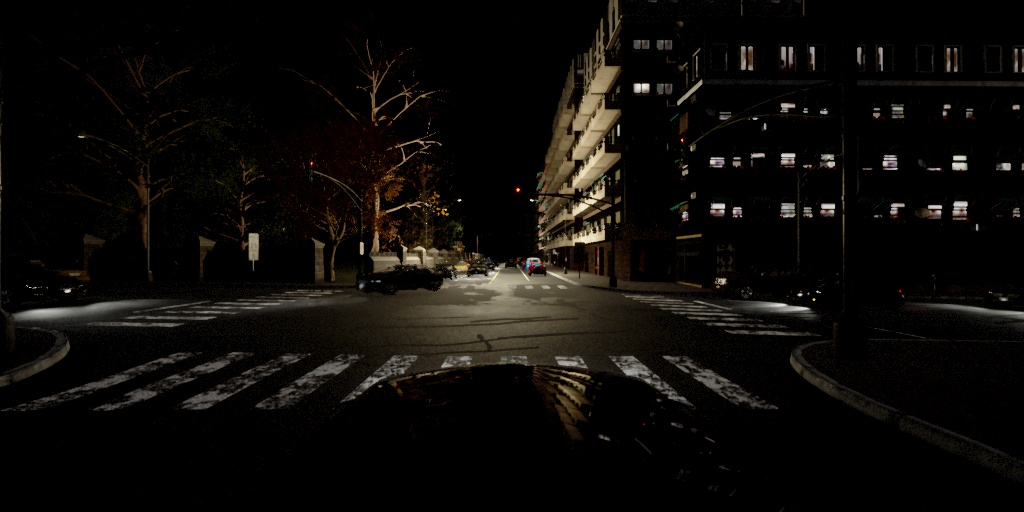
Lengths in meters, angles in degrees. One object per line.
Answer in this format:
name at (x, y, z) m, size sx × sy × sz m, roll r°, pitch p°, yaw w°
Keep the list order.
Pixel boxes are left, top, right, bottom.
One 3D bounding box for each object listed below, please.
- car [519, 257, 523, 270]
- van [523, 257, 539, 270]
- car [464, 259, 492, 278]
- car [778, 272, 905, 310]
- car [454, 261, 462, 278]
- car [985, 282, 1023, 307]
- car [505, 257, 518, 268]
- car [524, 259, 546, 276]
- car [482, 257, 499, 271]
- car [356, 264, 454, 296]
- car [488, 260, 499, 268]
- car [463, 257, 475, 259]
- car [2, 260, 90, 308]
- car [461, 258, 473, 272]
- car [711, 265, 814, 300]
car at (2.450, 1.229, 53.752) m, size 1.967 × 1.591 × 4.097 m, roll 0°, pitch 0°, yaw 0°
van at (2.503, 1.115, 42.492) m, size 1.690 × 1.789 × 3.998 m, roll 0°, pitch 0°, yaw 0°
car at (-3.249, 1.274, 34.912) m, size 1.837 × 1.490 × 4.892 m, roll 0°, pitch -1°, yaw 0°
car at (15.115, 1.623, 16.377) m, size 4.181 × 1.385 × 1.994 m, roll 1°, pitch 0°, yaw -1°
car at (-5.825, 1.330, 31.192) m, size 1.948 × 1.339 × 4.313 m, roll 0°, pitch 0°, yaw 0°
car at (24.952, 1.764, 16.523) m, size 4.674 × 1.442 × 1.812 m, roll 1°, pitch 0°, yaw -1°
car at (-0.181, 1.365, 61.557) m, size 1.994 × 1.385 × 4.181 m, roll 0°, pitch 0°, yaw 0°
car at (2.529, 1.314, 36.861) m, size 1.888 × 1.381 × 4.507 m, roll 0°, pitch 0°, yaw 0°
car at (-3.311, 1.275, 48.992) m, size 2.128 × 1.511 × 4.902 m, roll 0°, pitch 0°, yaw 0°
car at (-5.764, 1.220, 19.062) m, size 2.128 × 1.511 × 4.902 m, roll 2°, pitch 0°, yaw 34°
car at (-3.296, 1.408, 65.188) m, size 1.895 × 1.301 × 4.718 m, roll 0°, pitch 0°, yaw 0°
car at (-5.904, 1.096, 48.083) m, size 2.192 × 1.841 × 5.009 m, roll 0°, pitch 0°, yaw 0°
car at (-18.207, 0.954, 12.704) m, size 4.892 × 1.490 × 1.837 m, roll 1°, pitch 0°, yaw -1°
car at (-5.876, 1.300, 42.283) m, size 1.751 × 1.417 × 4.829 m, roll 0°, pitch 0°, yaw 0°
car at (13.372, 1.353, 18.941) m, size 5.009 × 1.841 × 2.192 m, roll 0°, pitch 0°, yaw -1°
